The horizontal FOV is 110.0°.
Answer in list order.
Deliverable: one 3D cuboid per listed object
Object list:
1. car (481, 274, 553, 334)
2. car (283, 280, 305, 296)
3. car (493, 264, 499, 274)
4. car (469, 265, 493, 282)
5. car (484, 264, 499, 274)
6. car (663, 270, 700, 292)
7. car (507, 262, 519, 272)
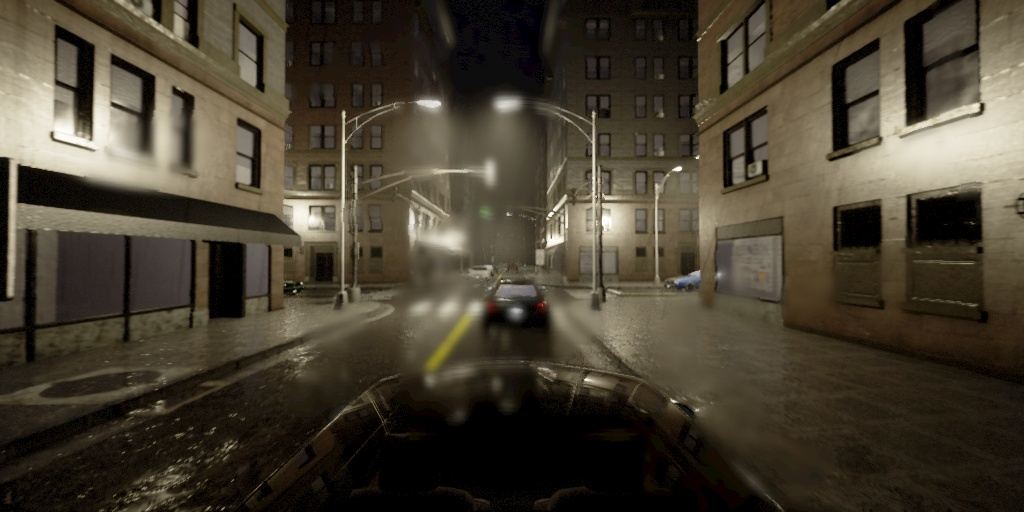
[{"bbox_3d":[0.174,1.434,11.180,1.994,1.385,4.181,0,-1,2],"label":"car"},{"bbox_3d":[-14.026,1.616,19.541,4.718,1.301,1.895,0,-1,0],"label":"car"},{"bbox_3d":[-3.094,1.845,44.695,2.033,1.411,5.357,0,-1,0],"label":"car"},{"bbox_3d":[-3.106,1.701,35.005,1.812,1.442,4.674,0,-1,-1],"label":"car"},{"bbox_3d":[-3.081,1.983,54.627,1.994,1.385,4.181,0,-1,0],"label":"car"},{"bbox_3d":[12.616,1.531,22.828,5.357,1.411,2.033,0,-1,0],"label":"car"},{"bbox_3d":[0.104,2.051,65.398,1.837,1.490,4.892,0,-1,0],"label":"car"}]
